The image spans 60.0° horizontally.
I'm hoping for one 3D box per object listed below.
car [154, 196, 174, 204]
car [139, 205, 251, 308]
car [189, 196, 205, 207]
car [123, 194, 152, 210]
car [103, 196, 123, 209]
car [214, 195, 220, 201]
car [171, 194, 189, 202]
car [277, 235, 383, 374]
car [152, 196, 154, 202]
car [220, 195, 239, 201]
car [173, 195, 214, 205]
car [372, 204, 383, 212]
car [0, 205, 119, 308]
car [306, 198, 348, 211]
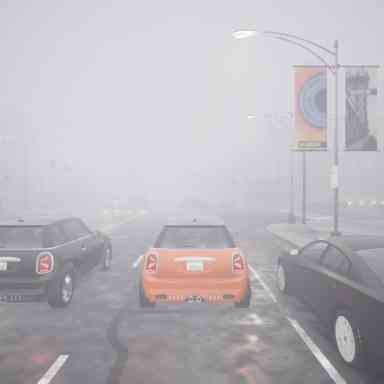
[{"bbox_3d":[-5.034,1.564,62.537,1.994,1.385,4.181,0,0,16],"label":"car"},{"bbox_3d":[0.066,1.352,8.089,2.097,1.767,4.553,0,0,0],"label":"car"},{"bbox_3d":[0.701,1.491,53.749,2.128,1.511,4.902,0,0,-5],"label":"car"},{"bbox_3d":[-7.020,1.223,43.764,2.150,2.045,5.566,0,0,1],"label":"car"},{"bbox_3d":[-10.469,1.351,44.807,2.097,1.767,4.553,0,0,1],"label":"car"},{"bbox_3d":[7.072,1.500,86.990,4.892,1.490,1.837,0,0,-40],"label":"car"},{"bbox_3d":[-2.713,1.355,76.199,2.097,1.767,4.553,0,0,33],"label":"car"},{"bbox_3d":[2.902,1.480,5.739,2.097,1.535,5.008,0,0,0],"label":"car"},{"bbox_3d":[-7.316,1.548,66.975,2.033,1.411,5.357,0,0,20],"label":"car"},{"bbox_3d":[10.016,1.552,84.841,4.181,1.385,1.994,0,0,-40],"label":"car"},{"bbox_3d":[0.145,1.505,43.015,1.837,1.490,4.892,-2,1,-40],"label":"car"},{"bbox_3d":[22.762,1.547,36.465,5.357,1.411,2.033,0,0,0],"label":"car"},{"bbox_3d":[-3.435,1.352,8.093,2.097,1.767,4.553,0,0,0],"label":"car"},{"bbox_3d":[16.095,1.478,39.975,5.008,1.535,1.882,0,0,1],"label":"car"}]
